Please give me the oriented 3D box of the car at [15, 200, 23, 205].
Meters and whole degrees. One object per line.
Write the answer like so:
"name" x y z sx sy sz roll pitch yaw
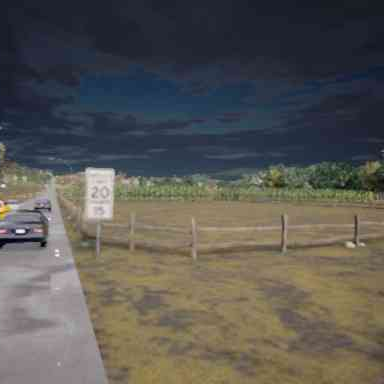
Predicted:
"car" -18.331 1.484 33.580 1.895 1.301 4.718 1 0 -22

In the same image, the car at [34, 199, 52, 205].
"car" -17.214 1.492 38.374 2.033 1.411 5.357 1 0 -22

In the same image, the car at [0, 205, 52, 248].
"car" -7.369 1.510 14.725 2.033 1.411 5.357 1 0 -23

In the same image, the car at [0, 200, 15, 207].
"car" -14.513 1.366 24.279 1.882 1.535 5.008 1 -1 -22
